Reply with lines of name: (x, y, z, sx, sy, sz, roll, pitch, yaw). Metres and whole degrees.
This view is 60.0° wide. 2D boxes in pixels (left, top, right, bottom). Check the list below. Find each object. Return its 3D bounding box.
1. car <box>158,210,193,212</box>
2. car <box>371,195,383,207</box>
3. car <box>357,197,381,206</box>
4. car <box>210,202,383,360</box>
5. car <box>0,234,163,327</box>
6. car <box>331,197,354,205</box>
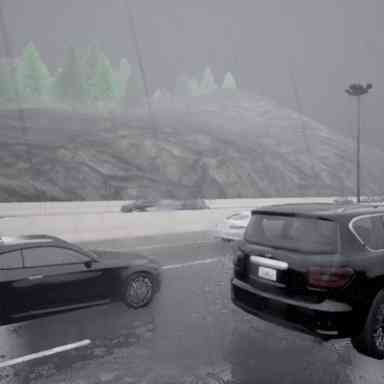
car: (-0.730, 1.359, 25.286, 4.553, 1.767, 2.097, 0, 0, -36)
car: (30.566, 1.360, 52.593, 4.553, 1.767, 2.097, 0, 0, -36)
car: (30.249, 1.571, 56.678, 4.181, 1.385, 1.994, 0, 0, -36)
car: (3.210, 1.223, 6.215, 5.566, 2.045, 2.150, 0, 0, -36)
car: (-2.777, 1.528, 6.151, 4.674, 1.442, 1.812, 0, 0, -36)
car: (26.338, 1.573, 58.153, 4.181, 1.385, 1.994, 0, 0, -36)
